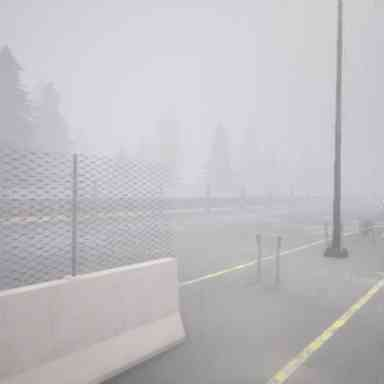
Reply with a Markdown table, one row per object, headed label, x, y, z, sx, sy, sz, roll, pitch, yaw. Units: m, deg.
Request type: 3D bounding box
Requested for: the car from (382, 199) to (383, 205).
| label | x | y | z | sx | sy | sz | roll | pitch | yaw |
| --- | --- | --- | --- | --- | --- | --- | --- | --- | --- |
| car | 37.044 | 1.604 | 62.305 | 1.837 | 1.490 | 4.892 | 1 | 0 | 42 |
